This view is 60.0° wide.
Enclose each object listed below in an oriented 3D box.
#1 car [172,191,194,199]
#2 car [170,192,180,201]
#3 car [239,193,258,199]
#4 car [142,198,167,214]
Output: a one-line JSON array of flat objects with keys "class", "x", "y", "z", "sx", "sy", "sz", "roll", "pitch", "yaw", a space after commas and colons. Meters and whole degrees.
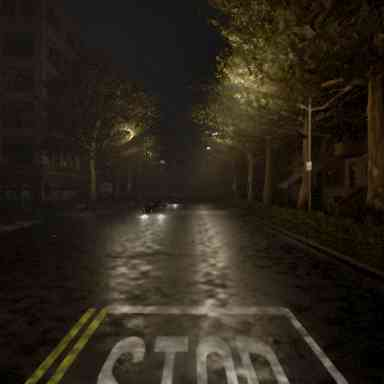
[{"class": "car", "x": -2.367, "y": 0.704, "z": 78.155, "sx": 5.566, "sy": 2.045, "sz": 2.150, "roll": 0, "pitch": 0, "yaw": 0}, {"class": "car", "x": -3.475, "y": 1.060, "z": 56.873, "sx": 1.895, "sy": 1.301, "sz": 4.718, "roll": 0, "pitch": 0, "yaw": 0}, {"class": "car", "x": 13.585, "y": 1.019, "z": 78.062, "sx": 5.357, "sy": 1.411, "sz": 2.033, "roll": 0, "pitch": 0, "yaw": 0}, {"class": "car", "x": -3.539, "y": 1.348, "z": 32.308, "sx": 1.837, "sy": 1.490, "sz": 4.892, "roll": 0, "pitch": 2, "yaw": 2}]
